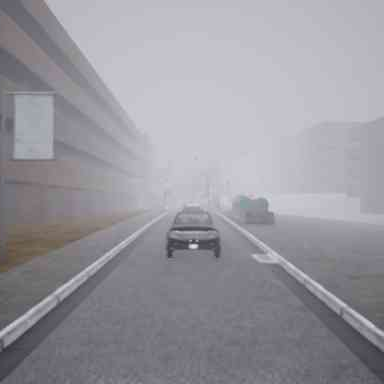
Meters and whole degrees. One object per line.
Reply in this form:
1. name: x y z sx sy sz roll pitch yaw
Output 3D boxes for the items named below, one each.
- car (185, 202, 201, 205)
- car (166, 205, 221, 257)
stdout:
1. car: 0.065 1.552 28.934 1.812 1.442 4.674 0 -1 0
2. car: 0.063 1.474 12.826 2.128 1.511 4.902 0 0 0
